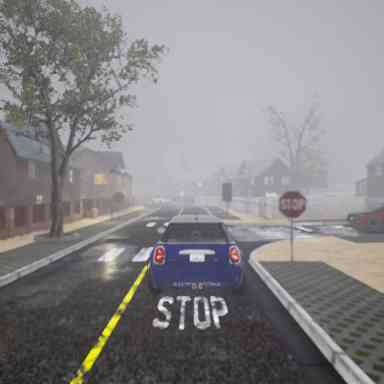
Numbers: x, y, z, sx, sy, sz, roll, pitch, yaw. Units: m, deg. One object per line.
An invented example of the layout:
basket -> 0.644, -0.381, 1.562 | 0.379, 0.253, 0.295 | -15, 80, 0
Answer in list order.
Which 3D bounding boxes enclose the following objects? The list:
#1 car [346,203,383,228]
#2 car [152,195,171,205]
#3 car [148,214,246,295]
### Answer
car -> 11.439, 1.336, 19.737 | 4.181, 1.385, 1.994 | -1, 0, -1
car -> -6.582, 1.653, 70.951 | 2.150, 2.045, 5.566 | 0, -1, -34
car -> 0.104, 1.389, 9.000 | 2.097, 1.767, 4.553 | 0, 0, 0
